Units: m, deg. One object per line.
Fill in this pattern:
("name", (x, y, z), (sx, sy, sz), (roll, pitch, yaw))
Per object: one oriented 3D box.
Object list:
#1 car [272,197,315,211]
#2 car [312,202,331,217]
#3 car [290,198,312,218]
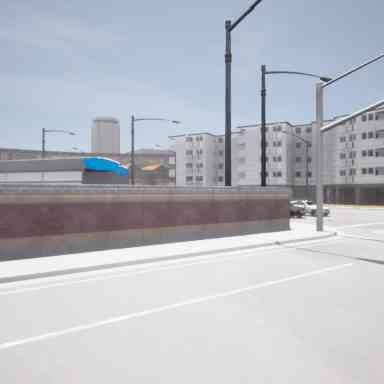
("car", (12.603, 1.477, 41.465), (1.882, 1.535, 5.008), (0, 0, -37))
("car", (10.791, 1.526, 31.646), (1.812, 1.442, 4.674), (0, 0, -36))
("car", (7.848, 1.505, 29.722), (1.837, 1.490, 4.892), (0, 0, -35))
